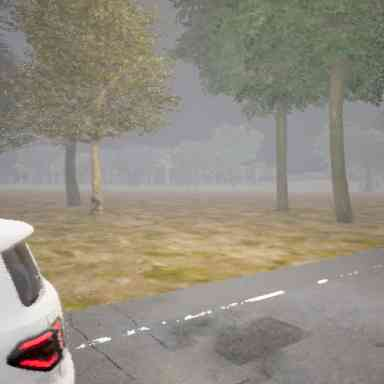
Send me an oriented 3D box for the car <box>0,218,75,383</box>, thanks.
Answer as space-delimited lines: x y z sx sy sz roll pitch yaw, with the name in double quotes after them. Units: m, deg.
-3.469 1.220 1.517 5.566 2.045 2.150 0 0 -36 "car"
